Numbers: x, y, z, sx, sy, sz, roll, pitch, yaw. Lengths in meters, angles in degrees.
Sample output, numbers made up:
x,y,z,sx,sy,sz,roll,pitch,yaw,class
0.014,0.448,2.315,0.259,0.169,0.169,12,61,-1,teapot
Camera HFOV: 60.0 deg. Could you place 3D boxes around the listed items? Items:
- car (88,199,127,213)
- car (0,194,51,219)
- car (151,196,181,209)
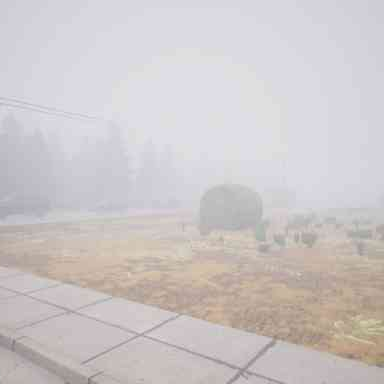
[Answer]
x,y,z,sx,sy,sz,roll,pitch,yaw,class
-9.526,1.552,37.740,1.812,1.442,4.674,0,0,37,car
-15.476,1.248,29.693,2.150,2.045,5.566,0,0,36,car
-3.559,1.379,45.816,2.097,1.767,4.553,0,0,37,car
